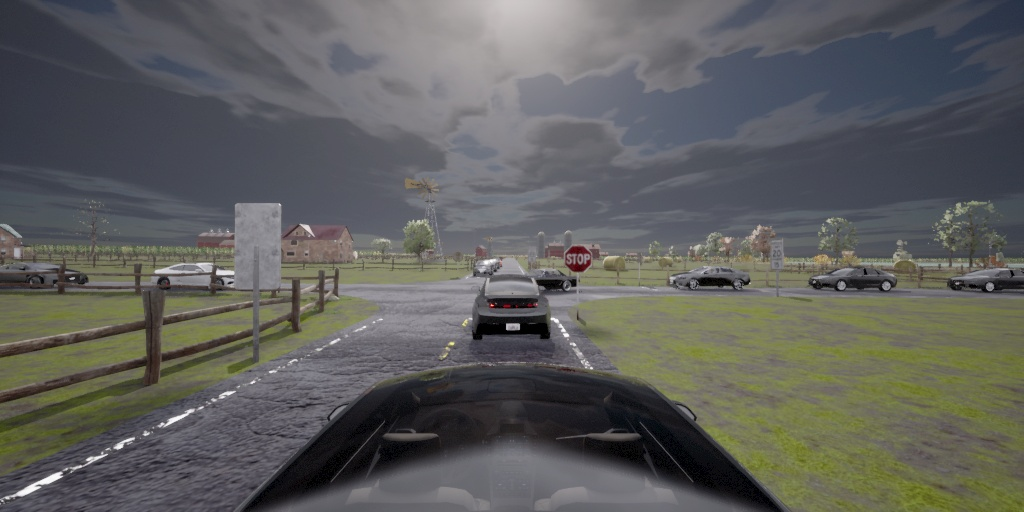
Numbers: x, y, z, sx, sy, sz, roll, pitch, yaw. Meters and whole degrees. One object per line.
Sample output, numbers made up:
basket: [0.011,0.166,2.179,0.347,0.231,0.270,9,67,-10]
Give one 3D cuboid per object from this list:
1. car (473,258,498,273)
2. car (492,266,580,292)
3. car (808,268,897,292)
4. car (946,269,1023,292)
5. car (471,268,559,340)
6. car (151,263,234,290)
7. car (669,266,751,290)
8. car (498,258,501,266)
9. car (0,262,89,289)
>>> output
car: [-2.873,1.243,36.704,2.128,1.511,4.902,0,0,0]
car: [1.493,1.369,20.065,4.718,1.301,1.895,1,0,-35]
car: [22.192,1.499,23.473,4.892,1.490,1.837,1,-1,-1]
car: [31.694,1.587,23.597,4.892,1.490,1.837,1,-1,-1]
car: [-0.077,1.256,10.018,1.837,1.490,4.892,0,0,-2]
car: [-17.250,1.104,19.968,4.674,1.442,1.812,1,-1,-1]
car: [12.790,1.397,23.298,4.902,1.511,2.128,1,-1,-2]
car: [-2.869,1.241,46.150,2.128,1.511,4.902,0,0,0]
car: [-26.370,1.048,19.843,4.181,1.385,1.994,1,-1,-1]
